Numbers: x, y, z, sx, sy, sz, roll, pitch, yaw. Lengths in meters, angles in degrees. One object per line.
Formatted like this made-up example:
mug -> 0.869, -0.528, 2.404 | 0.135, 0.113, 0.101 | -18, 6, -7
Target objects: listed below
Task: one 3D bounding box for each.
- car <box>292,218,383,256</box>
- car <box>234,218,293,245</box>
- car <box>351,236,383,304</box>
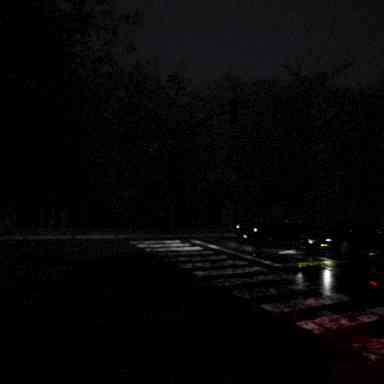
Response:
car -> 7.224, 1.993, 15.269 | 4.892, 1.490, 1.837 | 3, -1, -27
car -> 4.614, 2.006, 17.583 | 4.718, 1.301, 1.895 | 3, -1, -27
car -> 5.812, 1.808, 7.122 | 4.674, 1.442, 1.812 | 3, -1, -27
